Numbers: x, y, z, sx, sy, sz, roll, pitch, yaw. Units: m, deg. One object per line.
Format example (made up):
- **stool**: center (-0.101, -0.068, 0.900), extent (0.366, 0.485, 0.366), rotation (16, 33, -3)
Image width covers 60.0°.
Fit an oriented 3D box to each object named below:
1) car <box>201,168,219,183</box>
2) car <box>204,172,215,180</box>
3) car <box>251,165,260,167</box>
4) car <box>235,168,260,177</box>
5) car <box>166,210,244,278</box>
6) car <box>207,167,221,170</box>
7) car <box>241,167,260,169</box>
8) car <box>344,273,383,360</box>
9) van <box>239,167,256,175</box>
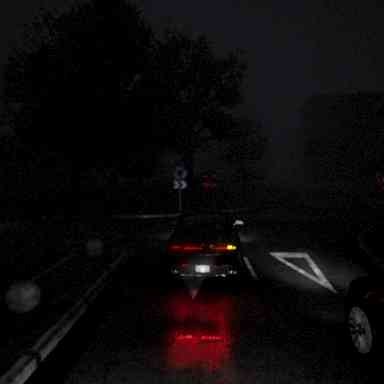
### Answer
- **car**: center (3.155, -2.808, 59.553), extent (2.150, 2.045, 5.566), rotation (0, 5, 0)
- **car**: center (3.745, -3.483, 69.893), extent (1.837, 1.490, 4.892), rotation (1, 5, 8)
- **car**: center (13.503, -4.938, 82.158), extent (5.566, 2.045, 2.435), rotation (1, 6, 9)
- **car**: center (12.181, -3.915, 74.068), extent (4.892, 1.521, 2.231), rotation (1, 5, 9)
- **car**: center (0.419, 1.268, 9.536), extent (1.837, 1.490, 4.892), rotation (0, 3, 4)
- **car**: center (5.133, -4.522, 79.353), extent (2.097, 1.767, 4.553), rotation (1, 6, 9)
- **car**: center (12.649, -4.297, 76.759), extent (4.553, 1.767, 2.185), rotation (1, 5, 9)
- **car**: center (3.134, 1.463, 2.966), extent (2.128, 1.511, 4.902), rotation (0, 1, 0)
- **van**: center (14.972, -5.684, 90.042), extent (4.442, 1.987, 1.878), rotation (1, 6, 11)
